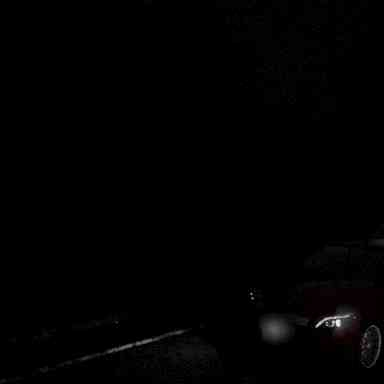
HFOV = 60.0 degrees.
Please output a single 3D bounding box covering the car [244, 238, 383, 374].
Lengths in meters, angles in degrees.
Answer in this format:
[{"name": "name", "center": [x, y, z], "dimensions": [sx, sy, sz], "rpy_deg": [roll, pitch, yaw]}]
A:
[{"name": "car", "center": [3.003, 1.588, 5.821], "dimensions": [4.674, 1.442, 1.812], "rpy_deg": [1, 0, -35]}]
